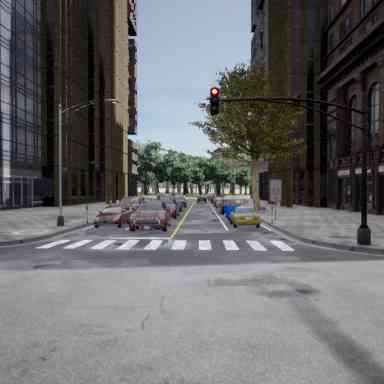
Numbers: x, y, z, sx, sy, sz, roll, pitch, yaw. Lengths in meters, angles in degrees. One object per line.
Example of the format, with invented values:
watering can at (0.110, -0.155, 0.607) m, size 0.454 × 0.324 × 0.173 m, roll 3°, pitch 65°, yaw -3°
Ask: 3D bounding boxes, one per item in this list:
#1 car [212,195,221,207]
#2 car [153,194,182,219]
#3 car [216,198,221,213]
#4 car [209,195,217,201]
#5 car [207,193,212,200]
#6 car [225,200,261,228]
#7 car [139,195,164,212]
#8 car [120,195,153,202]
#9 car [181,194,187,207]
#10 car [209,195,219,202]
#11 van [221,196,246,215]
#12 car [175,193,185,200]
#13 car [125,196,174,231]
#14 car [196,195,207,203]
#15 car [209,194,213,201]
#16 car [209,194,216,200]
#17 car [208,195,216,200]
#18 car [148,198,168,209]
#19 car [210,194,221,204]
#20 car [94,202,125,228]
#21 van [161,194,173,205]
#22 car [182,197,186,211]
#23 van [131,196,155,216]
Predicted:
car at (4.030, 1.467, 44.577) m, size 1.752 × 1.417 × 4.829 m, roll -1°, pitch 0°, yaw 2°
car at (-2.255, 1.325, 28.988) m, size 2.097 × 1.767 × 4.553 m, roll 0°, pitch 0°, yaw 2°
car at (3.713, 1.532, 33.053) m, size 1.947 × 1.339 × 4.313 m, roll -1°, pitch 0°, yaw 2°
car at (4.964, 1.431, 78.469) m, size 1.802 × 1.307 × 4.206 m, roll 0°, pitch 0°, yaw 2°
car at (4.492, 1.213, 61.437) m, size 2.192 × 1.841 × 5.009 m, roll -1°, pitch 0°, yaw 2°
car at (3.404, 1.509, 21.867) m, size 1.752 × 1.417 × 4.829 m, roll -1°, pitch 0°, yaw 2°
car at (-4.655, 1.270, 38.957) m, size 2.192 × 1.841 × 5.009 m, roll -1°, pitch 0°, yaw 2°
car at (-4.969, 1.291, 27.601) m, size 2.192 × 1.841 × 5.009 m, roll -1°, pitch 0°, yaw 2°
car at (-1.701, 1.438, 47.980) m, size 1.837 × 1.490 × 4.892 m, roll 0°, pitch 0°, yaw 2°
car at (4.807, 1.417, 72.791) m, size 2.008 × 1.369 × 4.403 m, roll 0°, pitch 0°, yaw 2°
van at (3.554, 1.317, 27.375) m, size 1.690 × 1.788 × 3.998 m, roll -1°, pitch 0°, yaw 2°
car at (-3.248, 1.130, 90.053) m, size 2.192 × 1.841 × 5.009 m, roll 0°, pitch 0°, yaw 2°
car at (-2.442, 1.338, 20.178) m, size 2.097 × 1.767 × 4.553 m, roll 0°, pitch 0°, yaw 0°
car at (1.959, 1.390, 65.843) m, size 1.837 × 1.490 × 4.892 m, roll 0°, pitch 0°, yaw 2°
car at (4.338, 1.464, 55.761) m, size 2.008 × 1.369 × 4.403 m, roll -1°, pitch 0°, yaw 2°
car at (5.124, 1.358, 84.315) m, size 1.752 × 1.417 × 4.829 m, roll 0°, pitch 0°, yaw 2°
car at (5.276, 1.381, 89.823) m, size 1.947 × 1.339 × 4.313 m, roll 0°, pitch 0°, yaw 2°
car at (-4.497, 1.492, 44.635) m, size 2.008 × 1.369 × 4.403 m, roll -1°, pitch 0°, yaw 2°
car at (4.182, 1.472, 50.084) m, size 1.887 × 1.381 × 4.507 m, roll -1°, pitch 0°, yaw 2°
car at (-5.122, 1.565, 21.923) m, size 1.802 × 1.307 × 4.206 m, roll -1°, pitch 0°, yaw 2°
van at (-4.186, 1.254, 55.989) m, size 1.690 × 1.788 × 3.998 m, roll 0°, pitch 0°, yaw 2°
car at (-2.003, 1.557, 38.056) m, size 1.895 × 1.301 × 4.718 m, roll 0°, pitch 0°, yaw 2°
van at (-4.812, 1.307, 33.279) m, size 1.690 × 1.788 × 3.998 m, roll -1°, pitch 0°, yaw 2°
